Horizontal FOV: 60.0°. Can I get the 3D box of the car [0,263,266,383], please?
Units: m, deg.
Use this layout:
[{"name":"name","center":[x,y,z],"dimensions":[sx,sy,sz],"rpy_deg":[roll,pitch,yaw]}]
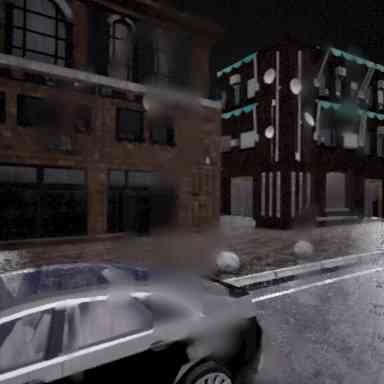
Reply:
[{"name":"car","center":[-1.514,1.491,2.850],"dimensions":[4.902,1.511,2.128],"rpy_deg":[0,0,-35]}]
